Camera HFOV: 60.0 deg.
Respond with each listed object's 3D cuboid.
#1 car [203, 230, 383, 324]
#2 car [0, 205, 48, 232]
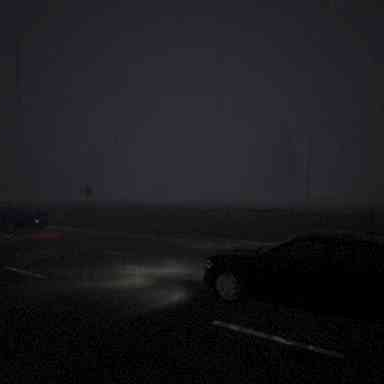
[{"bbox_3d":[2.553,1.480,6.471,5.008,1.535,1.882,0,0,36],"label":"car"},{"bbox_3d":[-10.835,1.512,20.267,5.008,1.535,1.882,0,0,35],"label":"car"}]
